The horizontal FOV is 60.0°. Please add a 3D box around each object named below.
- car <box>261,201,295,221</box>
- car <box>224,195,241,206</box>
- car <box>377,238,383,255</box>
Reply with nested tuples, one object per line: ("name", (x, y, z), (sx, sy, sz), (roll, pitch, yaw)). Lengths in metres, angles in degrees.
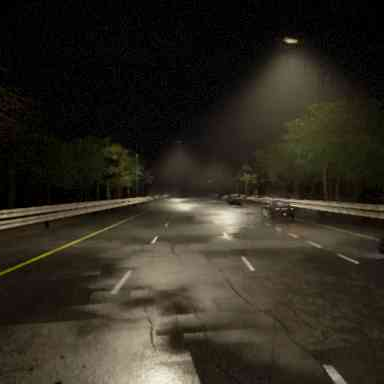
("car", (7.015, 1.498, 27.451), (2.128, 1.511, 4.902), (0, 0, 0))
("car", (7.036, 1.576, 56.032), (1.994, 1.385, 4.181), (0, 0, 0))
("car", (7.000, 1.551, 8.428), (2.033, 1.411, 5.357), (0, 0, 0))
